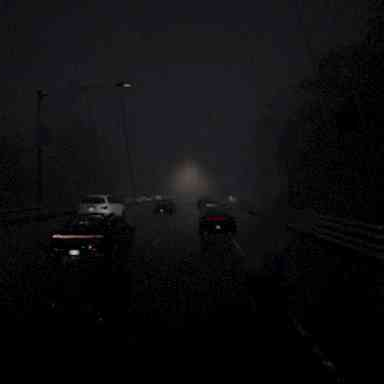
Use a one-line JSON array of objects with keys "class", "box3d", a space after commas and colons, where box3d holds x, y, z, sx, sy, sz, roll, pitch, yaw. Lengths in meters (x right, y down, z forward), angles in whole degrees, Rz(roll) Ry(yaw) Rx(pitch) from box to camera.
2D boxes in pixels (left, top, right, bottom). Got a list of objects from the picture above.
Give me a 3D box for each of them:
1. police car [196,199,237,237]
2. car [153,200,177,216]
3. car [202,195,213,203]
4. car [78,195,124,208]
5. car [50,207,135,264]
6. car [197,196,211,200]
[{"class": "police car", "box3d": [1.282, 1.423, 18.100, 1.930, 1.638, 5.238, 0, 0, 1]}, {"class": "car", "box3d": [-2.657, 1.526, 32.635, 1.812, 1.442, 4.674, 0, 0, 2]}, {"class": "car", "box3d": [3.230, 1.450, 70.153, 2.033, 1.411, 5.357, 0, 0, 5]}, {"class": "car", "box3d": [-6.477, 1.216, 24.348, 2.150, 2.045, 5.566, 0, 0, 2]}, {"class": "car", "box3d": [-3.278, 1.487, 11.792, 2.128, 1.511, 4.902, 0, 0, 1]}, {"class": "car", "box3d": [1.765, 1.582, 52.083, 1.994, 1.385, 4.181, 0, 0, 4]}]
